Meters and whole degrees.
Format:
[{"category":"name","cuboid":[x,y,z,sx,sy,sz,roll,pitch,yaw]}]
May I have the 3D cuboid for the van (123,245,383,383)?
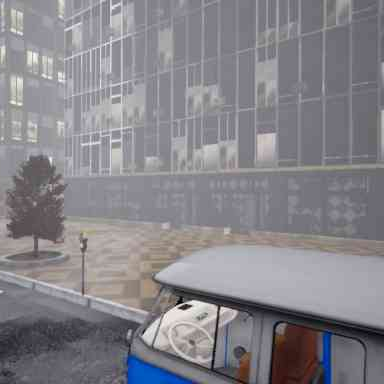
[{"category":"van","cuboid":[1.342,1.341,1.911,3.998,1.788,1.690,0,0,35]}]
